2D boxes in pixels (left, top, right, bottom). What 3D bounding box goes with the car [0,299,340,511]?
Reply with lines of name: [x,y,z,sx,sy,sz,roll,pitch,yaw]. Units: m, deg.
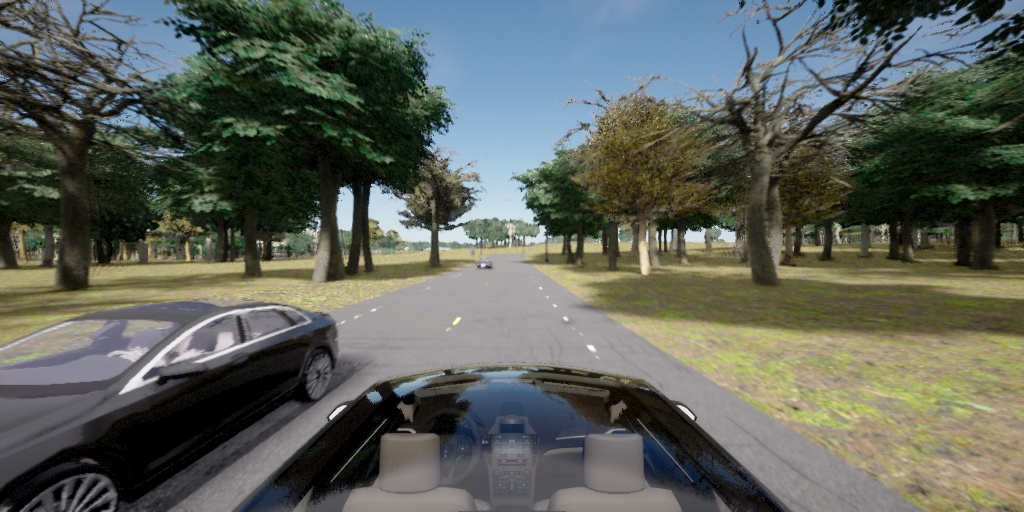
car: [-3.593,1.259,3.622,2.128,1.511,4.902,0,-1,0]

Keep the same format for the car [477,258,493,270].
car: [-3.540,0.965,47.032,2.128,1.511,4.902,0,1,1]
